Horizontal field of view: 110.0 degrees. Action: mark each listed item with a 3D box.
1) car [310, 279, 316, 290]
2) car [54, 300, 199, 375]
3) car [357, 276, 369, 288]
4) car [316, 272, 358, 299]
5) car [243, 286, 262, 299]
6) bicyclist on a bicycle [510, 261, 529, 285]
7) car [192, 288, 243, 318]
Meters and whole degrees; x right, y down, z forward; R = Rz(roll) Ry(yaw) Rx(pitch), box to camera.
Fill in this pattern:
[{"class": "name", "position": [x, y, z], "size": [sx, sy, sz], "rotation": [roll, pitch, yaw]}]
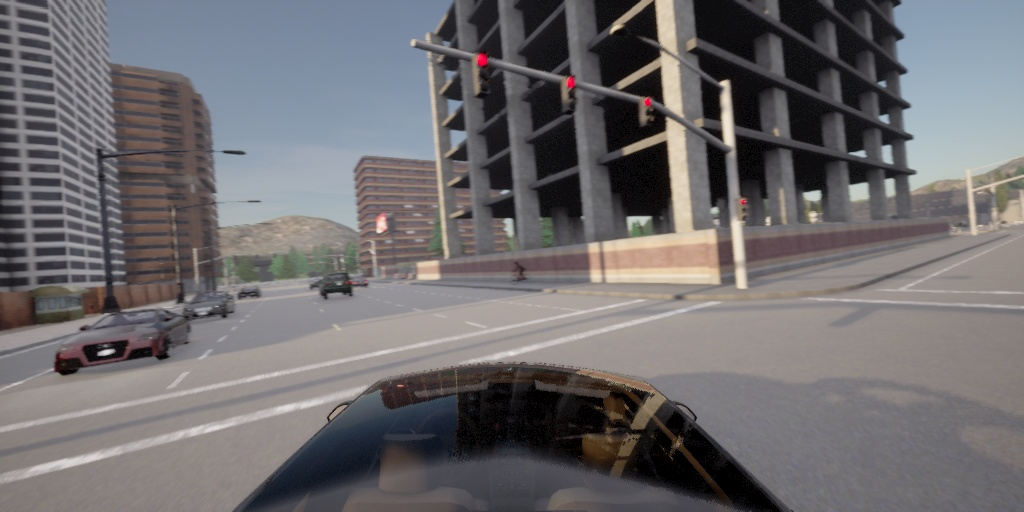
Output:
[{"class": "car", "position": [-27.961, 3.987, 51.565], "size": [1.812, 1.442, 4.674], "rotation": [-5, -1, -32]}, {"class": "car", "position": [-11.129, 2.312, 10.587], "size": [1.994, 1.385, 4.181], "rotation": [-5, 0, -32]}, {"class": "car", "position": [-18.354, 3.136, 42.563], "size": [2.033, 1.411, 5.357], "rotation": [-5, 0, -31]}, {"class": "car", "position": [-15.068, 2.445, 30.611], "size": [2.150, 2.045, 5.566], "rotation": [-5, 0, -32]}, {"class": "car", "position": [-28.857, 4.050, 39.513], "size": [1.895, 1.301, 4.718], "rotation": [-5, -1, -31]}, {"class": "bicyclist on a bicycle", "position": [0.499, 1.177, 24.825], "size": [1.656, 1.620, 0.582], "rotation": [-4, -1, -32]}, {"class": "car", "position": [-17.446, 2.841, 20.809], "size": [2.128, 1.511, 4.902], "rotation": [-5, 0, -32]}]
